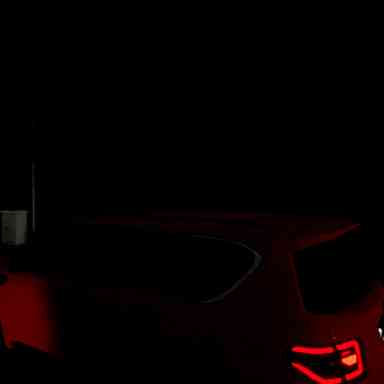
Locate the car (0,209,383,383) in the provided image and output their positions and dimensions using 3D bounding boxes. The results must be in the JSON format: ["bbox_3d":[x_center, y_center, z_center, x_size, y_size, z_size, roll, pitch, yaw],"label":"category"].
[{"bbox_3d":[-0.665,1.250,4.161,5.566,2.045,2.150,-1,0,36],"label":"car"}]
